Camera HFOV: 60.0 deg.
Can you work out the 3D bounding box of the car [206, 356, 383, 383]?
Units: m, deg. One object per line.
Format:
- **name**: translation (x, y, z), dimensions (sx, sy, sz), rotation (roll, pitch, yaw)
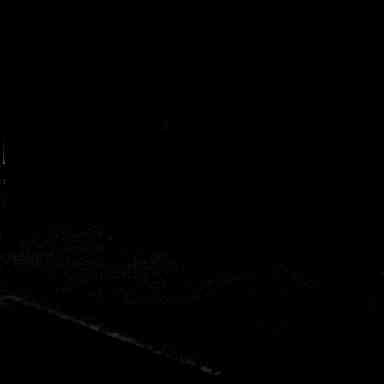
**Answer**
- **car**: translation (1.820, 1.585, 1.512), dimensions (4.206, 1.307, 1.802), rotation (0, 0, 35)
